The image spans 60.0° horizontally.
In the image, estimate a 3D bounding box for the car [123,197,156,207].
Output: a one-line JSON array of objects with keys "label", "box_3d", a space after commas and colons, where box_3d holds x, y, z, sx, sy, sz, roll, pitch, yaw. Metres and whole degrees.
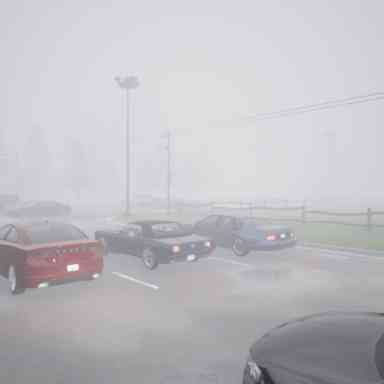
[{"label": "car", "box_3d": [-8.244, 1.496, 52.515, 4.892, 1.490, 1.837, 0, 0, -42]}]

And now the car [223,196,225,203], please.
[{"label": "car", "box_3d": [6.537, 1.468, 65.690, 5.008, 1.535, 1.882, 0, 0, -41]}]

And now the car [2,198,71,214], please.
[{"label": "car", "box_3d": [-12.843, 1.472, 28.235, 1.882, 1.535, 5.008, 0, 0, 42]}]

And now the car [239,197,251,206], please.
[{"label": "car", "box_3d": [10.599, 1.344, 55.300, 4.553, 1.767, 2.097, 0, 0, -42]}]

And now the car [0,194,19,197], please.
[{"label": "car", "box_3d": [-19.175, 1.214, 31.660, 2.150, 2.045, 5.566, 0, 0, 41]}]

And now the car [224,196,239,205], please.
[{"label": "car", "box_3d": [8.627, 1.539, 58.227, 5.357, 1.411, 2.033, 0, 0, -42]}]

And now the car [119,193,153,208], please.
[{"label": "car", "box_3d": [-7.733, 1.213, 48.253, 5.566, 2.045, 2.150, 0, 0, -42]}]

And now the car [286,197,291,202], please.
[{"label": "car", "box_3d": [18.346, 1.592, 66.817, 4.718, 1.301, 1.895, 0, 0, -42]}]

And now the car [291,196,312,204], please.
[{"label": "car", "box_3d": [22.121, 1.509, 65.501, 4.674, 1.442, 1.812, 0, 0, -42]}]

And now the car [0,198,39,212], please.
[{"label": "car", "box_3d": [-21.210, 1.469, 39.829, 1.882, 1.535, 5.008, 0, 0, 43]}]

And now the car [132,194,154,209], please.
[{"label": "car", "box_3d": [-5.214, 1.470, 45.813, 5.008, 1.535, 1.882, 0, 0, -42]}]

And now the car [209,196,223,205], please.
[{"label": "car", "box_3d": [2.697, 1.592, 57.621, 4.718, 1.301, 1.895, 0, 0, -42]}]

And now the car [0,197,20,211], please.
[{"label": "car", "box_3d": [-14.994, 1.498, 31.065, 1.837, 1.490, 4.892, 0, 0, 42]}]

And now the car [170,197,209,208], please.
[{"label": "car", "box_3d": [-0.352, 1.557, 40.779, 4.181, 1.385, 1.994, 0, 0, -42]}]

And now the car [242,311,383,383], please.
[{"label": "car", "box_3d": [2.463, 1.491, 1.762, 2.128, 1.511, 4.902, 0, 0, -42]}]

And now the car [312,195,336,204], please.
[{"label": "car", "box_3d": [25.789, 1.344, 64.093, 4.553, 1.767, 2.097, 0, 0, -42]}]

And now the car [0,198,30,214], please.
[{"label": "car", "box_3d": [-20.351, 1.470, 35.566, 1.882, 1.535, 5.008, 0, 0, 42]}]

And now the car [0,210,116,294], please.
[{"label": "car", "box_3d": [-4.212, 1.476, 8.982, 1.882, 1.535, 5.008, 0, 0, -42]}]

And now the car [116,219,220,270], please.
[{"label": "car", "box_3d": [-1.511, 1.599, 11.216, 1.895, 1.301, 4.718, 0, 0, -42]}]

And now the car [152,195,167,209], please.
[{"label": "car", "box_3d": [-2.496, 1.518, 43.539, 4.674, 1.442, 1.812, 0, 0, -42]}]

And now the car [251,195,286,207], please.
[{"label": "car", "box_3d": [11.945, 1.484, 51.813, 4.902, 1.511, 2.128, 0, 0, -42]}]

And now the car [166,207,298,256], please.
[{"label": "car", "box_3d": [1.410, 1.546, 13.203, 2.033, 1.411, 5.357, 0, 0, -42]}]

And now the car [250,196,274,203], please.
[{"label": "car", "box_3d": [14.367, 1.530, 67.952, 5.357, 1.411, 2.033, 0, 0, -42]}]
